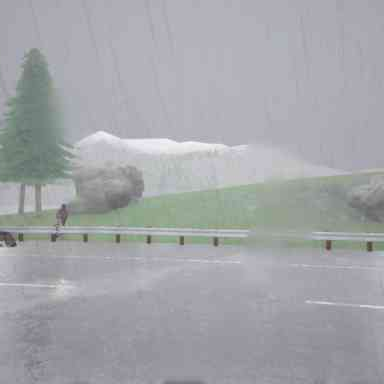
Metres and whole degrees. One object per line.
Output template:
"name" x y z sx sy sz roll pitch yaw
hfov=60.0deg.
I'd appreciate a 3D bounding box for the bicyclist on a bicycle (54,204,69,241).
"bicyclist on a bicycle" -5.968 1.385 15.222 0.582 1.620 1.656 5 -19 -9
